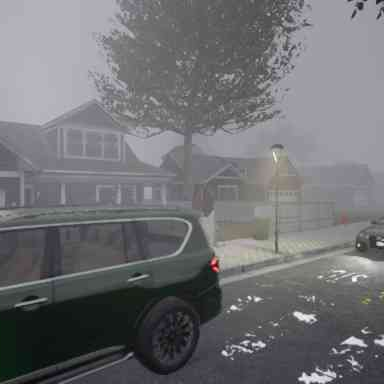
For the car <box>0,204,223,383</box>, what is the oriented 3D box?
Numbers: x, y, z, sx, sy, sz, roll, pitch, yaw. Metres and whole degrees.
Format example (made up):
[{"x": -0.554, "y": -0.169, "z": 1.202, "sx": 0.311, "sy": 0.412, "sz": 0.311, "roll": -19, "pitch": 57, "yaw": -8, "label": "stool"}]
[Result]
[{"x": -2.066, "y": 1.209, "z": 3.913, "sx": 5.566, "sy": 2.045, "sz": 2.150, "roll": 0, "pitch": 0, "yaw": -40, "label": "car"}]

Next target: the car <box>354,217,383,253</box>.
[{"x": 7.726, "y": 1.526, "z": 12.213, "sx": 4.181, "sy": 1.385, "sz": 1.994, "roll": 0, "pitch": 1, "yaw": -40, "label": "car"}]
